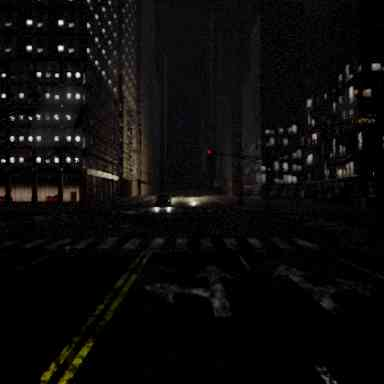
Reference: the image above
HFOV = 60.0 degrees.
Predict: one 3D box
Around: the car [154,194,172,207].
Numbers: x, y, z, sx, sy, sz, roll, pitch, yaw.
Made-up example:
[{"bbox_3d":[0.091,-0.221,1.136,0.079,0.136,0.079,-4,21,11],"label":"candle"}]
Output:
[{"bbox_3d":[-3.819,1.073,44.411,2.097,1.767,4.553,0,0,-1],"label":"car"}]
